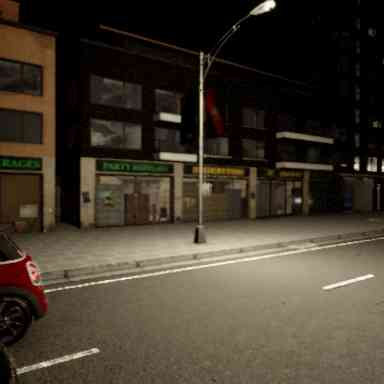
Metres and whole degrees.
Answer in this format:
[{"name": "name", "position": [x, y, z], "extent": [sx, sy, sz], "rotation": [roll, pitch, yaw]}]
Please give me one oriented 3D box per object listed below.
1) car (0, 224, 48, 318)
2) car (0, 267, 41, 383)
[{"name": "car", "position": [-4.521, 1.293, 4.532], "extent": [4.553, 1.767, 2.097], "rotation": [0, 1, -34]}, {"name": "car", "position": [-3.110, 1.536, 1.565], "extent": [4.181, 1.385, 1.994], "rotation": [0, 1, -34]}]
